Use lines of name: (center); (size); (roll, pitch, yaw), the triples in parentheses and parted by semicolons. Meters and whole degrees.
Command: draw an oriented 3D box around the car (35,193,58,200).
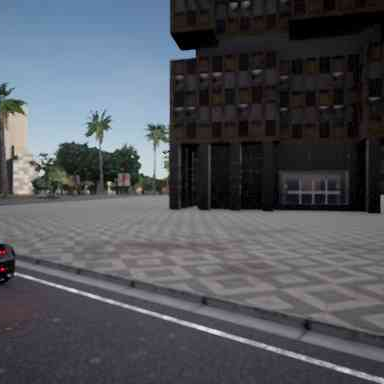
car: (-29.547, 0.850, 67.812); (2.033, 1.411, 5.357); (0, 1, 12)

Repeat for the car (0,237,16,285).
car: (-6.182, 1.448, 8.093); (4.892, 1.490, 1.837); (0, 0, 35)
